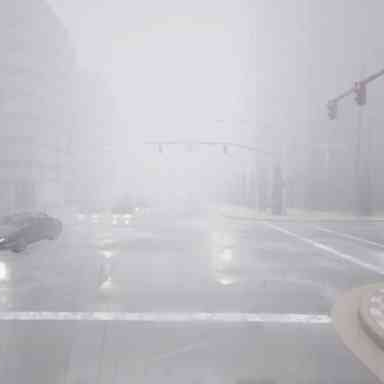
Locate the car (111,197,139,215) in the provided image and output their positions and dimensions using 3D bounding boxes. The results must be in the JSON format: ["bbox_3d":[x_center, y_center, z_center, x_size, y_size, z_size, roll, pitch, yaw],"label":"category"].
[{"bbox_3d":[-6.980,1.553,34.042,1.994,1.385,4.181,0,0,-2],"label":"car"}]

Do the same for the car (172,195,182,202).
[{"bbox_3d":[-3.388,1.470,76.045,2.128,1.511,4.902,0,0,0],"label":"car"}]

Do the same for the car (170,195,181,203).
[{"bbox_3d":[-3.402,1.484,66.717,1.837,1.490,4.892,0,0,0],"label":"car"}]

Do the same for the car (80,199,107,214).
[{"bbox_3d":[-10.547,1.493,35.785,1.837,1.490,4.892,0,0,0],"label":"car"}]

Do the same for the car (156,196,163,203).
[{"bbox_3d":[-6.933,1.505,65.827,1.812,1.442,4.674,0,0,1],"label":"car"}]

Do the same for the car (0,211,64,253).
[{"bbox_3d":[-7.083,1.521,13.752,2.033,1.411,5.357,0,0,0],"label":"car"}]

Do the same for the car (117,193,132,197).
[{"bbox_3d":[-10.514,1.207,53.062,2.150,2.045,5.566,0,0,0],"label":"car"}]

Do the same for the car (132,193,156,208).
[{"bbox_3d":[-7.022,1.336,48.816,2.097,1.767,4.553,0,0,0],"label":"car"}]

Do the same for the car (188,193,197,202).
[{"bbox_3d":[0.112,1.177,76.243,2.150,2.045,5.566,0,0,0],"label":"car"}]

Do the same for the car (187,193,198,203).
[{"bbox_3d":[0.097,1.527,66.143,2.033,1.411,5.357,0,0,0],"label":"car"}]

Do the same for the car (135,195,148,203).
[{"bbox_3d":[-10.399,1.453,68.722,1.882,1.535,5.008,0,0,0],"label":"car"}]
